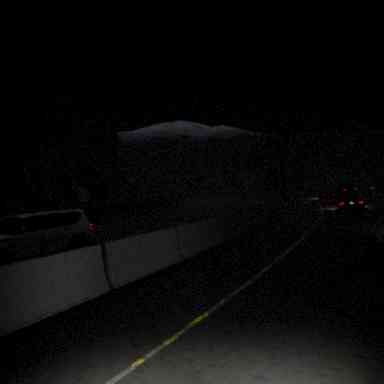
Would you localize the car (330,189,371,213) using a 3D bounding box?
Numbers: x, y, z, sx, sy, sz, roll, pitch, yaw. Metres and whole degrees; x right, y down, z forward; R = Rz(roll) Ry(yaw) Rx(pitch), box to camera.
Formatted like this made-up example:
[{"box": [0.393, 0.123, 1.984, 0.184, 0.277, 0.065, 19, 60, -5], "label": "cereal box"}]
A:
[{"box": [12.156, 0.771, 25.794, 2.033, 1.411, 5.357, -5, 0, 21], "label": "car"}]

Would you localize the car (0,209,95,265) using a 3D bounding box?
[{"box": [-6.310, 1.808, 12.747, 2.150, 2.045, 5.566, -5, 0, 30], "label": "car"}]

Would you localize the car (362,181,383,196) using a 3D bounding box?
[{"box": [26.312, -0.512, 48.253, 2.150, 2.045, 5.566, -4, 0, 13], "label": "car"}]

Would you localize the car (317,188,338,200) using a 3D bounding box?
[{"box": [19.349, 0.417, 48.179, 1.895, 1.301, 4.718, -5, 0, 13], "label": "car"}]

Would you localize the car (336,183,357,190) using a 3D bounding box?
[{"box": [23.090, -0.246, 49.869, 2.150, 2.045, 5.566, -4, 0, 12], "label": "car"}]
